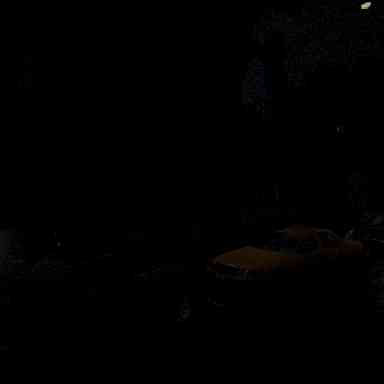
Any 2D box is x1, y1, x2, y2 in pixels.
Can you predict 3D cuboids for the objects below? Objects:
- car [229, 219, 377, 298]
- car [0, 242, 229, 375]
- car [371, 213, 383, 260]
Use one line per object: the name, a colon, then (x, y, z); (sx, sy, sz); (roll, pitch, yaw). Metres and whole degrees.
car: (2.567, 1.525, 8.488); (4.829, 1.417, 1.752); (0, 0, -36)
car: (-1.719, 1.566, 5.424); (4.313, 1.339, 1.947); (0, 0, -36)
car: (7.128, 1.441, 11.749); (4.097, 1.590, 1.967); (0, 0, -36)
